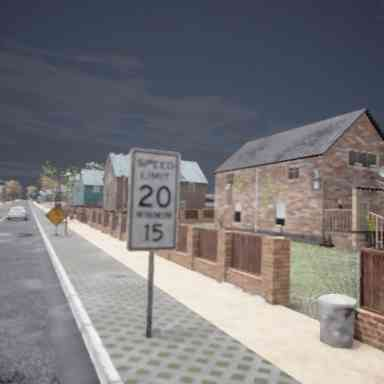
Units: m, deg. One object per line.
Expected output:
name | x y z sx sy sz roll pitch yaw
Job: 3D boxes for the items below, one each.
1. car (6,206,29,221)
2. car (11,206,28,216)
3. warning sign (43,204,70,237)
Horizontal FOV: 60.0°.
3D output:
car | -19.026 2.324 36.361 1.812 1.442 4.674 3 -3 -26
car | -23.961 2.617 46.272 1.895 1.301 4.718 3 -3 -26
warning sign | -7.859 1.641 19.313 1.300 1.860 1.060 2 -3 -26
